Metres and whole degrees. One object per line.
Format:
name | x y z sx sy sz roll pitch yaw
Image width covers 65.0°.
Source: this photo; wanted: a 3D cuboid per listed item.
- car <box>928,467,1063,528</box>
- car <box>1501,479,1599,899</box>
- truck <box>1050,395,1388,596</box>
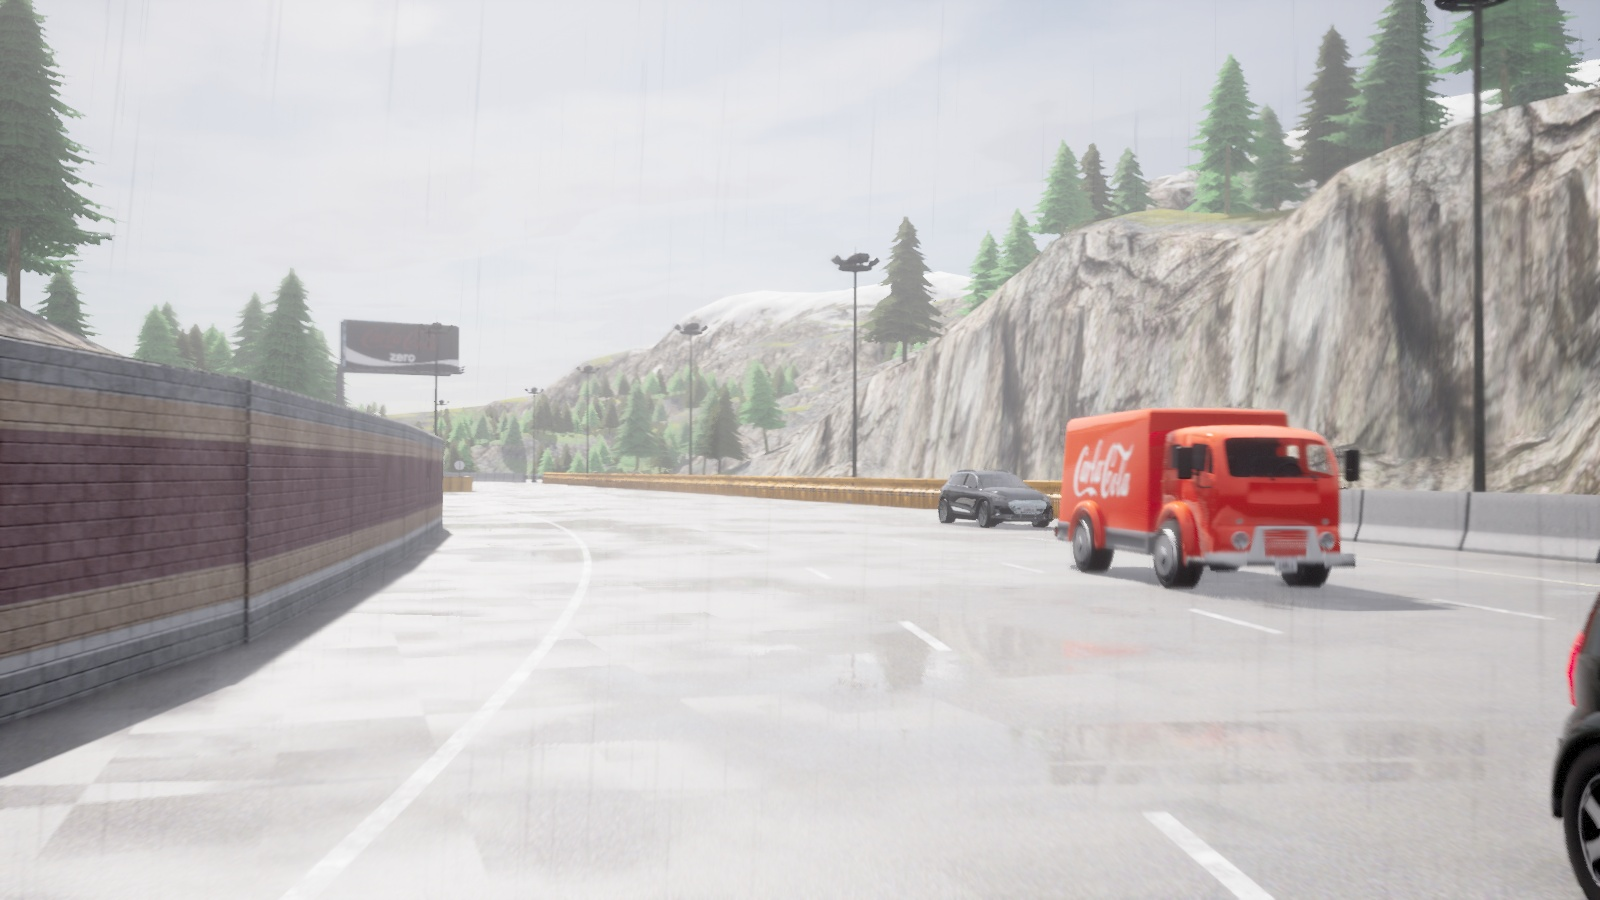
car | 5.570 1.331 36.446 2.033 1.649 4.856 0 -1 -16
car | 3.533 0.831 2.926 1.789 1.549 3.705 -1 -2 2
truck | 5.747 0.608 18.218 2.627 2.467 5.204 0 -1 -8
